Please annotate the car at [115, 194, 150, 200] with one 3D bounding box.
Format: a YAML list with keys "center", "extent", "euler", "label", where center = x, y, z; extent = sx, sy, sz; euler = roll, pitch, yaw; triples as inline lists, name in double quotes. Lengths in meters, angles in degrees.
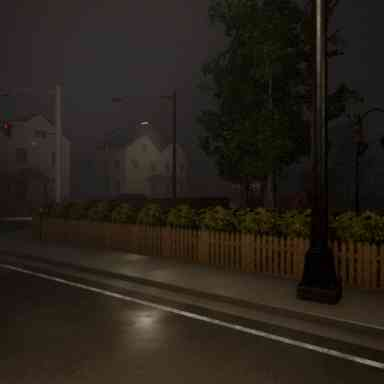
- center: [-5.690, 1.212, 34.604]
  extent: [2.150, 2.045, 5.566]
  euler: [0, 0, 35]
  label: "car"

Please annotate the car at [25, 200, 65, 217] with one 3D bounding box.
- center: [-12.897, 1.515, 30.657]
  extent: [1.812, 1.442, 4.674]
  euler: [0, 0, 34]
  label: "car"
